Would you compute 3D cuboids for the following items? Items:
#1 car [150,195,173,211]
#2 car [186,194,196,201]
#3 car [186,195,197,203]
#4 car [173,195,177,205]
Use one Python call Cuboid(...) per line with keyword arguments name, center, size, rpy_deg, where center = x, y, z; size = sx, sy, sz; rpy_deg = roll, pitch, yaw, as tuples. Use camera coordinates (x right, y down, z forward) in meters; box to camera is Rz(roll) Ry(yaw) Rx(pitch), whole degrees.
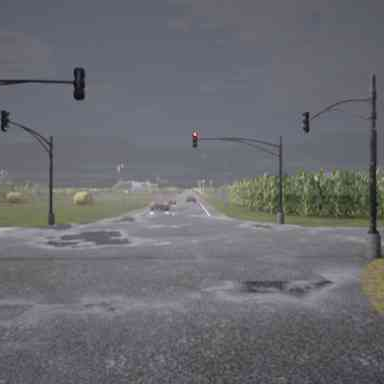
Cuboid(name="car", center=(-3.699, 1.321, 39.090), size=(2.097, 1.767, 4.553), rpy_deg=(0, 0, 0))
Cuboid(name="car", center=(-0.195, 1.335, 76.482), size=(2.128, 1.511, 4.902), rpy_deg=(0, 0, 0))
Cuboid(name="car", center=(-0.116, 1.415, 66.178), size=(1.837, 1.490, 4.892), rpy_deg=(0, 0, 0))
Cuboid(name="car", center=(-3.727, 1.289, 56.004), size=(2.097, 1.767, 4.553), rpy_deg=(0, 0, 0))
